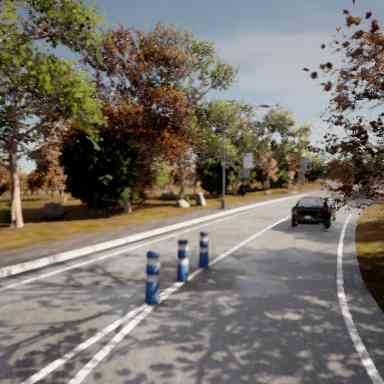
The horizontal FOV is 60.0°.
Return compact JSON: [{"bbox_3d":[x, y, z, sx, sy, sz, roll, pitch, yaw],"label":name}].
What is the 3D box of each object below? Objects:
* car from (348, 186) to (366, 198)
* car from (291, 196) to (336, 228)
[{"bbox_3d":[17.774,-0.062,36.339,1.895,1.301,4.718,0,3,34],"label":"car"},{"bbox_3d":[6.820,0.968,18.487,1.882,1.535,5.008,0,3,28],"label":"car"}]
